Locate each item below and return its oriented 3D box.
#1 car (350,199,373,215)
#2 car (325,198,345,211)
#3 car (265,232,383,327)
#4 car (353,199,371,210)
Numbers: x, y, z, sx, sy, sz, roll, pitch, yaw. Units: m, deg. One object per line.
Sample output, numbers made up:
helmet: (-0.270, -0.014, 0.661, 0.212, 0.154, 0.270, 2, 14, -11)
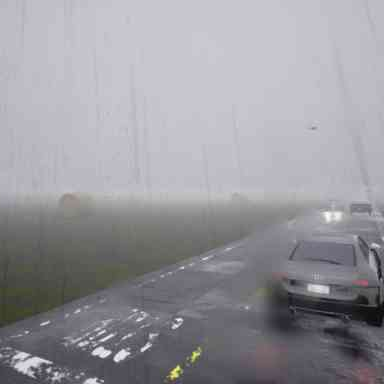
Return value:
car: (17.130, 1.455, 33.730, 1.882, 1.535, 5.008, 0, 0, 28)
car: (17.092, 1.460, 39.626, 2.128, 1.511, 4.902, 0, 0, 28)
car: (3.018, 1.562, 7.247, 1.994, 1.385, 4.181, 0, 0, 28)
car: (22.011, 1.558, 43.022, 1.895, 1.301, 4.718, 0, 0, 28)
